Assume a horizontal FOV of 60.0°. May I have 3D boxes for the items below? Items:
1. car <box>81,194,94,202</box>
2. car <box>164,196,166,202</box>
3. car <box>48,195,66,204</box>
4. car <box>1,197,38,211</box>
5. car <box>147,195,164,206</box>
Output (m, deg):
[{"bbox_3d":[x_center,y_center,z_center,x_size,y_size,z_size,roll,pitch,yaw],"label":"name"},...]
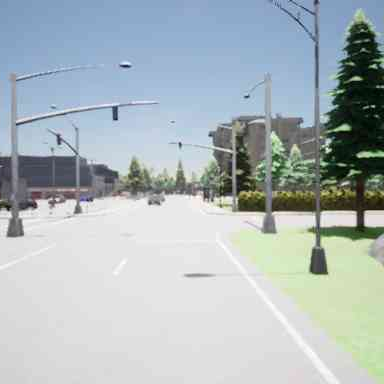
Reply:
[{"bbox_3d":[-20.178,1.218,64.052,1.845,1.501,3.633,-1,0,-2],"label":"car"},{"bbox_3d":[-6.339,1.253,67.034,1.812,1.442,4.674,-1,0,-2],"label":"car"},{"bbox_3d":[-22.910,1.295,56.536,1.970,1.475,3.806,-1,0,-2],"label":"car"},{"bbox_3d":[-19.305,1.316,38.032,2.007,1.523,4.514,-1,0,-2],"label":"car"},{"bbox_3d":[-5.696,1.286,50.441,1.837,1.490,4.892,-1,0,-2],"label":"car"}]
